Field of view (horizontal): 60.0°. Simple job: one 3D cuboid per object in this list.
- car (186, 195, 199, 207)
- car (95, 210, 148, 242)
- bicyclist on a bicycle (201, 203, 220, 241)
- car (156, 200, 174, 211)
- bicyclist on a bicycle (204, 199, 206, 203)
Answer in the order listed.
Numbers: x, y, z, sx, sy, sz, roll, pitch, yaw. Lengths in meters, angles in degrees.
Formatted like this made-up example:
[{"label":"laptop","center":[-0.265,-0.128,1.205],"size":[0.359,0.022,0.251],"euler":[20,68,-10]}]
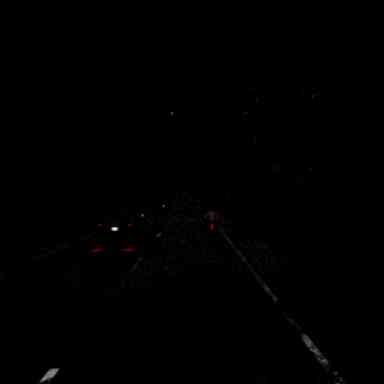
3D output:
[{"label":"car","center":[0.091,1.687,55.194],"size":[1.994,1.385,4.181],"euler":[0,0,0]},{"label":"car","center":[-3.404,1.600,16.643],"size":[1.994,1.385,4.181],"euler":[0,0,0]},{"label":"bicyclist on a bicycle","center":[0.937,1.471,15.842],"size":[0.866,1.612,1.509],"euler":[0,0,0]},{"label":"car","center":[-3.411,1.657,41.902],"size":[1.994,1.385,4.181],"euler":[0,0,0]},{"label":"bicyclist on a bicycle","center":[0.961,1.426,24.963],"size":[0.659,1.776,1.843],"euler":[0,0,0]}]
